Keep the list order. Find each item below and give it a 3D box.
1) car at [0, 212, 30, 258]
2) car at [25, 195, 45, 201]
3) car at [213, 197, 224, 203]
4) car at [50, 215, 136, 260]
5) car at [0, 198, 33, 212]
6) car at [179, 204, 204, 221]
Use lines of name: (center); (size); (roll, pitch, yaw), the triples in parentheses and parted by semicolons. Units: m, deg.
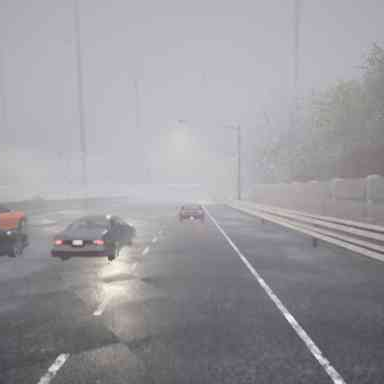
car: (-6.908, 1.551, 9.846); (2.033, 1.411, 5.357); (0, 0, 0)
car: (-24.533, 1.203, 51.510); (1.882, 1.535, 5.008); (0, 0, 0)
car: (6.971, 2.105, 88.652); (1.812, 1.442, 4.674); (0, -1, 24)
car: (-3.409, 1.553, 12.432); (2.033, 1.411, 5.357); (0, 0, 0)
car: (-10.411, 1.362, 17.116); (2.097, 1.767, 4.553); (0, 0, 0)
car: (-0.018, 1.625, 26.923); (1.895, 1.301, 4.718); (0, 0, 0)
